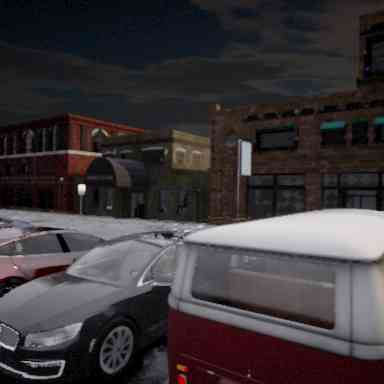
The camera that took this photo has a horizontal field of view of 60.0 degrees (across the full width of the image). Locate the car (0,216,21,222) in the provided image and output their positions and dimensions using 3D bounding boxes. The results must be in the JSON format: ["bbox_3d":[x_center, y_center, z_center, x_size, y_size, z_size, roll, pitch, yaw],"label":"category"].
[{"bbox_3d":[-5.303,1.489,8.915,2.002,1.452,4.674,0,0,35],"label":"car"}]

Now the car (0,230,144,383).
[{"bbox_3d":[-0.762,1.469,5.694,2.231,1.521,4.892,0,0,35],"label":"car"}]

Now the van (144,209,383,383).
[{"bbox_3d":[1.670,1.252,4.097,1.878,1.987,4.442,0,0,35],"label":"van"}]

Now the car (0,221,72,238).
[{"bbox_3d":[-3.017,1.488,7.327,2.163,1.488,4.792,0,0,35],"label":"car"}]
